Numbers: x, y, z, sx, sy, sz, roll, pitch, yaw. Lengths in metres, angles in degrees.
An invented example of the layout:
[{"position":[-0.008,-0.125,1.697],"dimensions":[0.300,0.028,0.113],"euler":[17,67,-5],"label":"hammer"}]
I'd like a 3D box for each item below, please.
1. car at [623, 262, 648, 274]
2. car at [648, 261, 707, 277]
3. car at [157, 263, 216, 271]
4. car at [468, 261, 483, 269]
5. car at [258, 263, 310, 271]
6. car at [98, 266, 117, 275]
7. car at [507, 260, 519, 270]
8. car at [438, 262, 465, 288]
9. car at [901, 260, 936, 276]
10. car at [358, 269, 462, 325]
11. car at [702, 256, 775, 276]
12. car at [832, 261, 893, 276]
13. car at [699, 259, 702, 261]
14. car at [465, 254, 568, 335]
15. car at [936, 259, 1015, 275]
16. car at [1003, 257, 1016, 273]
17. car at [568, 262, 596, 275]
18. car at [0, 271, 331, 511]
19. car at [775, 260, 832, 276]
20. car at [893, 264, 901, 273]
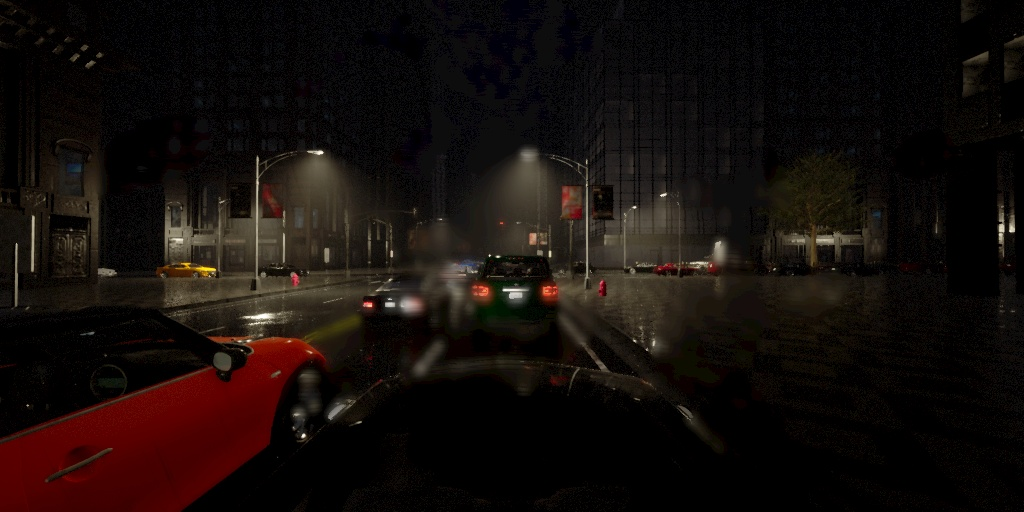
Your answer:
[{"position":[15.245,1.413,41.881],"dimensions":[4.313,1.339,1.948],"euler":[0,0,-1],"label":"car"},{"position":[15.363,1.327,33.357],"dimensions":[4.207,1.307,1.802],"euler":[0,0,-1],"label":"car"},{"position":[-32.079,1.448,35.465],"dimensions":[5.008,1.535,1.882],"euler":[0,-1,0],"label":"car"},{"position":[-6.465,1.599,64.056],"dimensions":[2.033,1.411,5.357],"euler":[0,0,1],"label":"car"},{"position":[-22.563,1.432,35.440],"dimensions":[4.892,1.490,1.837],"euler":[0,-1,0],"label":"car"},{"position":[-42.078,1.542,35.491],"dimensions":[4.674,1.442,1.812],"euler":[0,-1,0],"label":"car"},{"position":[0.172,1.520,62.721],"dimensions":[1.882,1.535,5.008],"euler":[0,0,0],"label":"car"},{"position":[-3.126,1.280,21.474],"dimensions":[2.128,1.511,4.902],"euler":[0,0,0],"label":"car"},{"position":[42.563,1.179,36.369],"dimensions":[5.008,1.535,1.882],"euler":[0,-1,0],"label":"car"},{"position":[-3.122,1.307,11.737],"dimensions":[2.033,1.411,5.357],"euler":[0,0,0],"label":"car"},{"position":[21.001,1.041,33.436],"dimensions":[5.009,1.841,2.192],"euler":[0,0,-1],"label":"car"},{"position":[32.276,1.260,33.594],"dimensions":[4.313,1.339,1.948],"euler":[0,0,-1],"label":"car"},{"position":[21.969,1.015,39.228],"dimensions":[5.566,2.045,2.150],"euler":[0,-1,-1],"label":"car"},{"position":[0.113,0.979,10.654],"dimensions":[2.150,2.045,5.566],"euler":[0,0,0],"label":"car"},{"position":[43.552,1.214,33.753],"dimensions":[4.507,1.381,1.888],"euler":[0,0,-1],"label":"car"},{"position":[49.191,0.973,33.832],"dimensions":[5.009,1.841,2.192],"euler":[0,0,-1],"label":"car"},{"position":[6.632,1.347,38.795],"dimensions":[4.892,1.490,1.837],"euler":[0,-1,-4],"label":"car"},{"position":[-3.147,1.102,2.326],"dimensions":[2.097,1.767,4.553],"euler":[0,0,0],"label":"car"},{"position":[26.639,1.276,33.515],"dimensions":[4.313,1.339,1.948],"euler":[0,0,-1],"label":"car"},{"position":[39.189,1.347,39.437],"dimensions":[4.718,1.301,1.895],"euler":[0,-1,0],"label":"car"}]
